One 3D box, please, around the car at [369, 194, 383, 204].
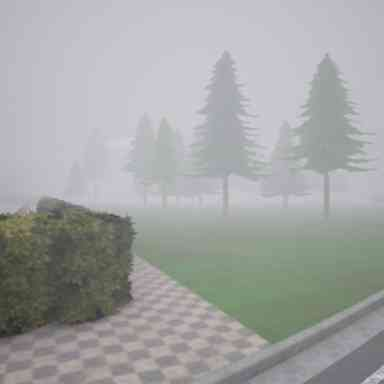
[{"bbox_3d":[36.474,1.361,65.199,2.150,2.045,5.566,0,0,16],"label":"car"}]
